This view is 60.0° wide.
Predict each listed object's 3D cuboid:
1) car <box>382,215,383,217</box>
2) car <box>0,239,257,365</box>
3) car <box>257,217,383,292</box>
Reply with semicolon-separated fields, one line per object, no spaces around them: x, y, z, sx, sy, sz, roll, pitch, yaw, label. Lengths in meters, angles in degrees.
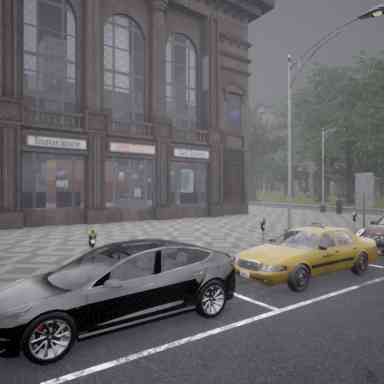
7.712;1.441;12.163;4.097;1.590;1.967;0;0;-36;car
-1.136;1.566;5.841;4.313;1.339;1.947;0;0;-36;car
3.150;1.526;8.903;4.829;1.417;1.752;0;0;-36;car
